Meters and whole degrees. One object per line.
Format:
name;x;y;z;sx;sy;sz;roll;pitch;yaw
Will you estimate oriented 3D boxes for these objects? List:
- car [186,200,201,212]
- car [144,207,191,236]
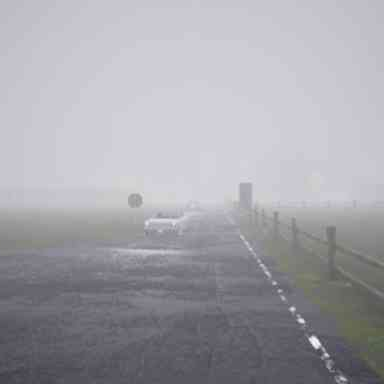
car;0.241;1.848;45.250;2.128;1.511;4.902;0;0;4
car;-1.411;1.765;19.575;1.895;1.301;4.718;0;0;7
